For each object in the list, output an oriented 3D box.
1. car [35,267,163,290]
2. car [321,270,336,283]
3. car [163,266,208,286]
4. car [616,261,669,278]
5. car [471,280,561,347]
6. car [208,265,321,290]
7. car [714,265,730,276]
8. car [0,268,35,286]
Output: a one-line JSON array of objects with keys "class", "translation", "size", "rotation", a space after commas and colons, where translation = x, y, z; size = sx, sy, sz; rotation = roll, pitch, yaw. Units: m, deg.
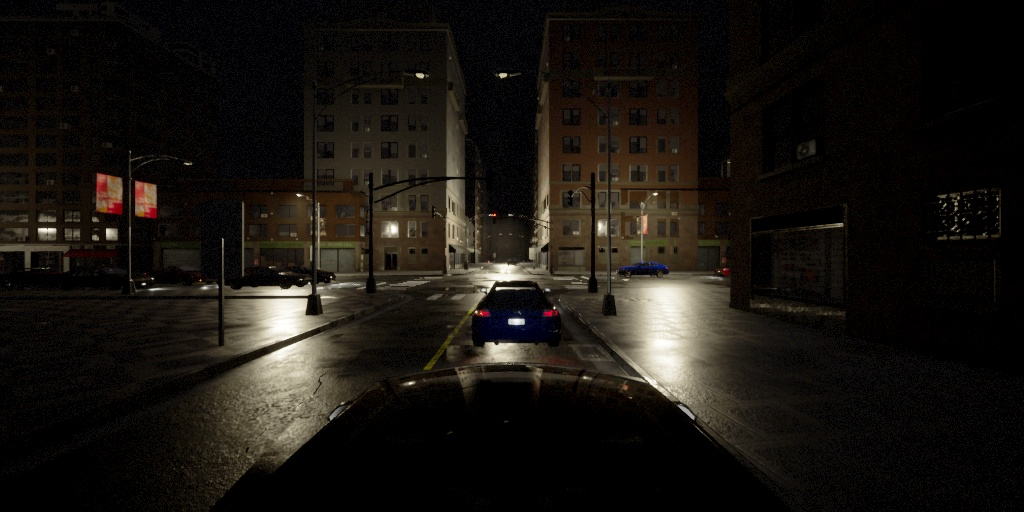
[{"class": "car", "translation": [-25.837, 1.390, 22.578], "size": [5.357, 1.411, 2.033], "rotation": [0, 0, 0]}, {"class": "car", "translation": [-15.043, 1.365, 25.876], "size": [4.181, 1.385, 1.994], "rotation": [0, 0, 0]}, {"class": "car", "translation": [-23.824, 1.399, 25.832], "size": [4.181, 1.385, 1.994], "rotation": [0, 0, -1]}, {"class": "car", "translation": [11.860, 1.218, 32.707], "size": [4.674, 1.442, 1.812], "rotation": [0, 0, 0]}, {"class": "car", "translation": [0.097, 1.314, 9.343], "size": [1.994, 1.385, 4.181], "rotation": [0, 0, 0]}, {"class": "car", "translation": [-15.457, 1.350, 22.626], "size": [5.357, 1.411, 2.033], "rotation": [0, 0, 0]}, {"class": "car", "translation": [20.899, 1.225, 32.746], "size": [4.181, 1.385, 1.994], "rotation": [0, 0, 0]}, {"class": "car", "translation": [-33.716, 1.469, 25.794], "size": [4.718, 1.301, 1.895], "rotation": [0, 0, 0]}]
